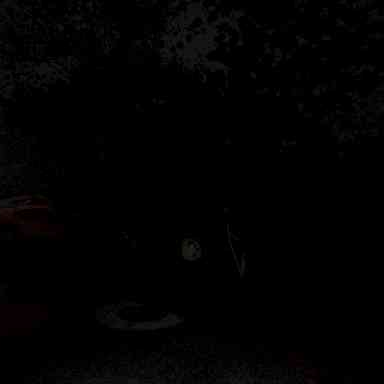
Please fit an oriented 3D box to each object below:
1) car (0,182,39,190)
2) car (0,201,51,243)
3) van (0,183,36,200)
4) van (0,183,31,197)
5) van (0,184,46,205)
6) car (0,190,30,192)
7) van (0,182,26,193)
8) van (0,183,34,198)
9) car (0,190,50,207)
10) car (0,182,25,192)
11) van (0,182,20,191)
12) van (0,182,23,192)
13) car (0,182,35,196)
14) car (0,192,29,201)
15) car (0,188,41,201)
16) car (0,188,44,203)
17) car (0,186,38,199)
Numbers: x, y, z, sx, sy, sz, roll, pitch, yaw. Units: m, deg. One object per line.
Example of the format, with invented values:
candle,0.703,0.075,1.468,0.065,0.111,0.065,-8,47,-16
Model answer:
car,-14.948,0.442,29.483,5.566,2.045,2.435,1,2,-30
car,-6.793,1.343,15.169,5.008,1.535,2.097,1,2,-30
van,-21.935,-0.043,41.407,4.442,1.987,1.878,1,1,-30
van,-26.079,-0.302,48.624,4.442,1.987,1.878,1,1,-30
van,-17.685,0.247,34.439,4.442,1.987,1.878,1,2,-30
car,-12.391,0.905,24.580,5.366,1.575,1.946,1,2,-30
van,-34.197,-0.814,63.264,4.442,1.987,1.878,1,1,-30
van,-24.500,-0.213,46.337,4.442,1.987,1.878,1,1,-30
car,-16.382,0.612,31.864,4.792,1.488,2.163,1,2,-30
car,-38.451,-1.097,70.399,5.566,2.045,2.435,1,1,-30
van,-42.661,-1.329,77.570,4.442,1.987,1.878,1,1,-30
van,-39.702,-1.155,72.874,4.442,1.987,1.878,1,1,-30
car,-27.377,-0.412,51.069,5.566,2.045,2.435,1,1,-30
car,-8.134,1.109,17.587,4.553,1.767,2.185,1,2,-30
car,-20.456,0.305,39.093,4.792,1.488,2.163,1,1,-30
car,-19.145,0.398,36.804,4.792,1.488,2.163,1,2,-30
car,-23.227,0.096,43.884,5.008,1.535,2.097,1,1,-30
